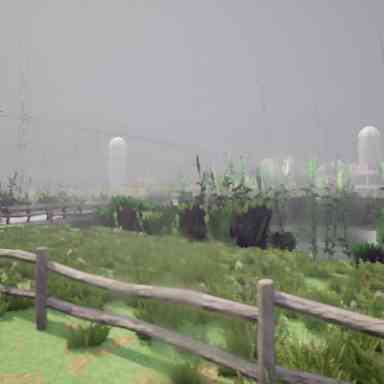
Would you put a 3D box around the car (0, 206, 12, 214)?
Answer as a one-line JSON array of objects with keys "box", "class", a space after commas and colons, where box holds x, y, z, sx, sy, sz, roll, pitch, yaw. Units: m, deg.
[{"box": [-15.076, 1.377, 22.896, 2.128, 1.511, 4.902, 0, 1, 37], "class": "car"}]
